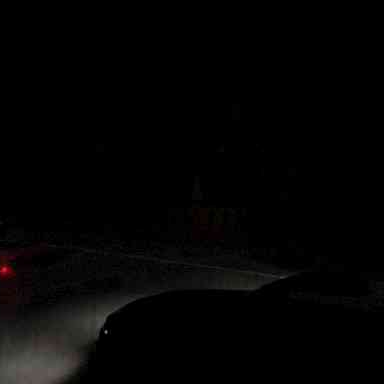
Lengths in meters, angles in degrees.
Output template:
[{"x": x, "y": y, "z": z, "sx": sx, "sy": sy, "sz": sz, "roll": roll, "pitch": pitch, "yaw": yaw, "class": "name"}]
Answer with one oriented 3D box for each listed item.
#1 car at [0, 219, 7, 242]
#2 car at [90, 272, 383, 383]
[{"x": -9.575, "y": 1.410, "z": 13.301, "sx": 4.902, "sy": 1.511, "sz": 2.128, "roll": 0, "pitch": 0, "yaw": 27, "class": "car"}, {"x": 1.091, "y": 1.513, "z": 3.016, "sx": 4.674, "sy": 1.442, "sz": 1.812, "roll": 0, "pitch": 0, "yaw": 35, "class": "car"}]
